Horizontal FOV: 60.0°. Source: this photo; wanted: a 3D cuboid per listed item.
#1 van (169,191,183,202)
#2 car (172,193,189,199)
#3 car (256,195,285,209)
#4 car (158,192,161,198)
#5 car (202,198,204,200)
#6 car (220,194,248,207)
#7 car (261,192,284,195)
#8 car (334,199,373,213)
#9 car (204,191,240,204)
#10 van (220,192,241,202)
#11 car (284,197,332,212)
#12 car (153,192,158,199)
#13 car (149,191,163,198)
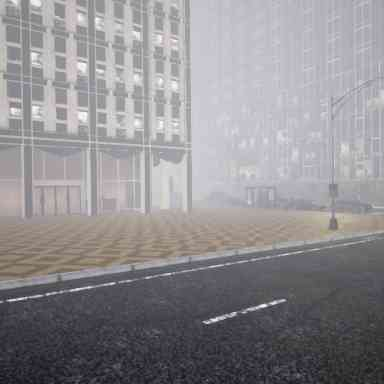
[{"bbox_3d":[-3.185,0.935,60.064,1.690,1.788,3.998,0,1,-34],"label":"van"},{"bbox_3d":[-2.663,0.933,74.178,1.802,1.307,4.206,0,1,-34],"label":"car"},{"bbox_3d":[9.526,1.386,41.220,1.802,1.307,4.206,-1,1,-34],"label":"car"},{"bbox_3d":[-5.865,0.612,78.871,2.192,1.841,5.009,0,1,-34],"label":"car"},{"bbox_3d":[3.739,1.040,64.785,1.802,1.307,4.206,-1,1,-34],"label":"car"},{"bbox_3d":[6.373,1.317,45.949,1.947,1.339,4.313,-1,1,-34],"label":"car"},{"bbox_3d":[10.942,0.969,43.920,2.150,2.045,5.566,-1,1,-34],"label":"car"},{"bbox_3d":[16.800,1.406,35.330,1.994,1.385,4.181,-1,1,-34],"label":"car"},{"bbox_3d":[4.915,0.871,52.780,2.150,2.045,5.566,-1,1,-34],"label":"car"},{"bbox_3d":[6.940,0.852,60.086,1.690,1.788,3.998,-1,1,-34],"label":"van"},{"bbox_3d":[12.713,1.422,36.512,1.947,1.339,4.313,-1,1,-34],"label":"car"},{"bbox_3d":[-9.588,1.037,69.459,2.008,1.369,4.403,0,1,-34],"label":"car"},{"bbox_3d":[-9.066,0.683,83.568,1.967,1.590,4.097,0,1,-34],"label":"car"}]
